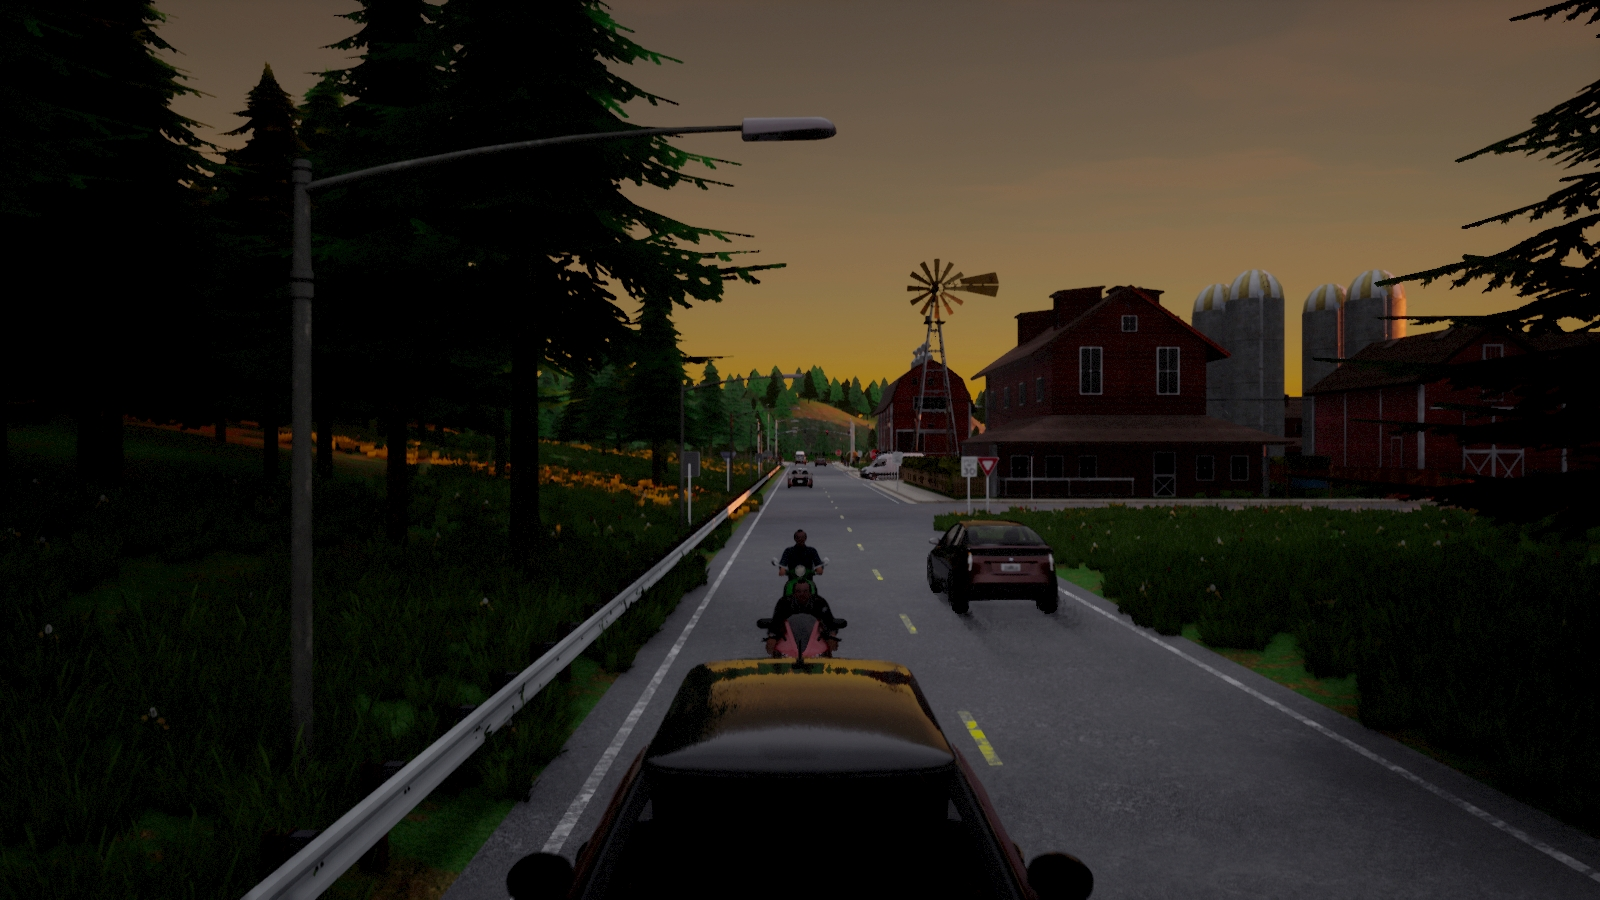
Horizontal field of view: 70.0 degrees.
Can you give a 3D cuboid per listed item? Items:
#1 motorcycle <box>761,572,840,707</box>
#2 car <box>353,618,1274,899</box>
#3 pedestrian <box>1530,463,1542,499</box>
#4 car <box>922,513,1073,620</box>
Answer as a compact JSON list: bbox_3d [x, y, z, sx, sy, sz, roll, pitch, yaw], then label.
[{"bbox_3d":[0.007,2.211,13.740,0.867,1.251,2.209,0,0,0],"label":"motorcycle"},{"bbox_3d":[0.032,1.908,4.682,2.097,1.767,4.553,0,0,0],"label":"car"},{"bbox_3d":[37.673,1.578,58.493,0.375,1.860,0.375,0,0,-5],"label":"pedestrian"},{"bbox_3d":[3.502,2.048,21.131,2.007,1.525,4.514,0,0,0],"label":"car"}]
